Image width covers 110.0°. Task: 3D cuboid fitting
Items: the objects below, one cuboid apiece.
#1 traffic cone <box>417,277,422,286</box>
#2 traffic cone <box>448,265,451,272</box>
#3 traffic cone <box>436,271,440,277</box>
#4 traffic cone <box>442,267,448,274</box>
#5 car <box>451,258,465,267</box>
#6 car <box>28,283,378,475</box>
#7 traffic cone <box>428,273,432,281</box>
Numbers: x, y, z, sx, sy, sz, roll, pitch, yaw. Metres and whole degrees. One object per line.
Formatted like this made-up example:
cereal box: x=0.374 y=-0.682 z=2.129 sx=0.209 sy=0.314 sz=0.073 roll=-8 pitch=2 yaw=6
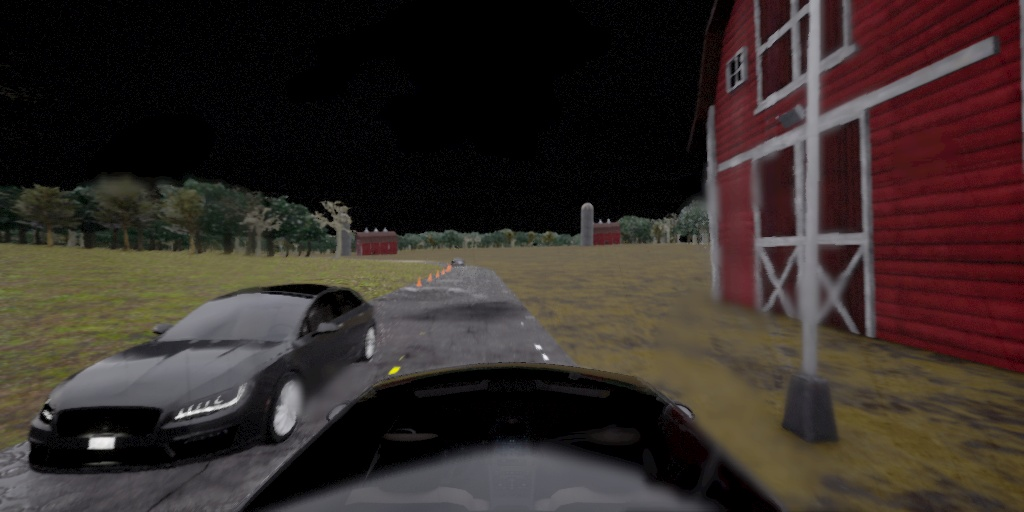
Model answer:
traffic cone: x=-5.982 y=1.637 z=23.121 sx=0.340 sy=0.580 sz=0.340 roll=0 pitch=0 yaw=-5
traffic cone: x=-7.722 y=1.580 z=43.048 sx=0.340 sy=0.580 sz=0.340 roll=0 pitch=0 yaw=-5
traffic cone: x=-6.853 y=1.615 z=33.084 sx=0.340 sy=0.580 sz=0.340 roll=0 pitch=0 yaw=-5
traffic cone: x=-7.287 y=1.599 z=38.066 sx=0.340 sy=0.580 sz=0.340 roll=0 pitch=0 yaw=-5
car: x=-9.175 y=1.023 z=61.095 sx=2.128 sy=1.511 sz=4.902 roll=1 pitch=0 yaw=-17
car: x=-3.399 y=1.209 z=5.211 sx=1.837 sy=1.490 sz=4.892 roll=1 pitch=0 yaw=-5
traffic cone: x=-6.417 y=1.628 z=28.103 sx=0.340 sy=0.580 sz=0.340 roll=0 pitch=0 yaw=-5
